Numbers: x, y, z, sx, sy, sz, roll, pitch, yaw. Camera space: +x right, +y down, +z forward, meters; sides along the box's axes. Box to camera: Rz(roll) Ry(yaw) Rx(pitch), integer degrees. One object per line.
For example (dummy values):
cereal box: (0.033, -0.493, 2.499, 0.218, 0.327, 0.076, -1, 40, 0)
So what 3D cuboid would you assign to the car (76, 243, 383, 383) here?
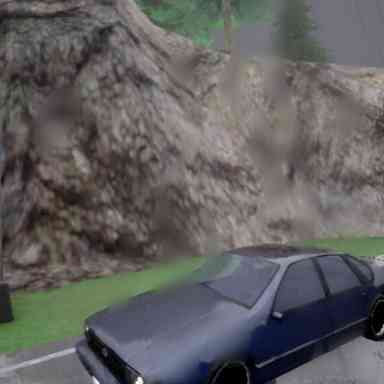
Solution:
car: (1.211, 1.539, 4.914, 5.357, 1.411, 2.033, -1, 0, -35)
